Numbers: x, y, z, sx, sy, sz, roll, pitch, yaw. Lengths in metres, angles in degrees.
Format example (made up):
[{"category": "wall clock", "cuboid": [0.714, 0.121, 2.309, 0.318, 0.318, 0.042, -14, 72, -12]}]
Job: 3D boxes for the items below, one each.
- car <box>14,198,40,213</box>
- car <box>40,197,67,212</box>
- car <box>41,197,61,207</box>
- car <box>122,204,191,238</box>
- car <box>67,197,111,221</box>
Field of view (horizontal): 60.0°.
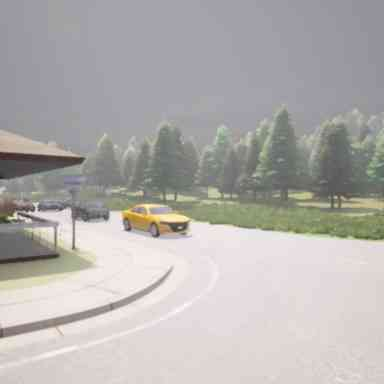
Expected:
[{"category": "car", "cuboid": [-17.677, 1.356, 34.723, 1.816, 1.474, 4.193, 8, -5, -37]}, {"category": "car", "cuboid": [-15.879, 1.486, 37.178, 1.994, 1.385, 4.181, 1, 0, -35]}, {"category": "car", "cuboid": [-22.327, 1.549, 52.421, 1.895, 1.301, 4.718, 1, 0, -35]}, {"category": "car", "cuboid": [-1.988, 1.400, 17.621, 1.882, 1.535, 5.008, 1, 0, -35]}, {"category": "car", "cuboid": [-7.978, 1.427, 26.043, 1.837, 1.490, 4.892, 1, 0, -35]}]
